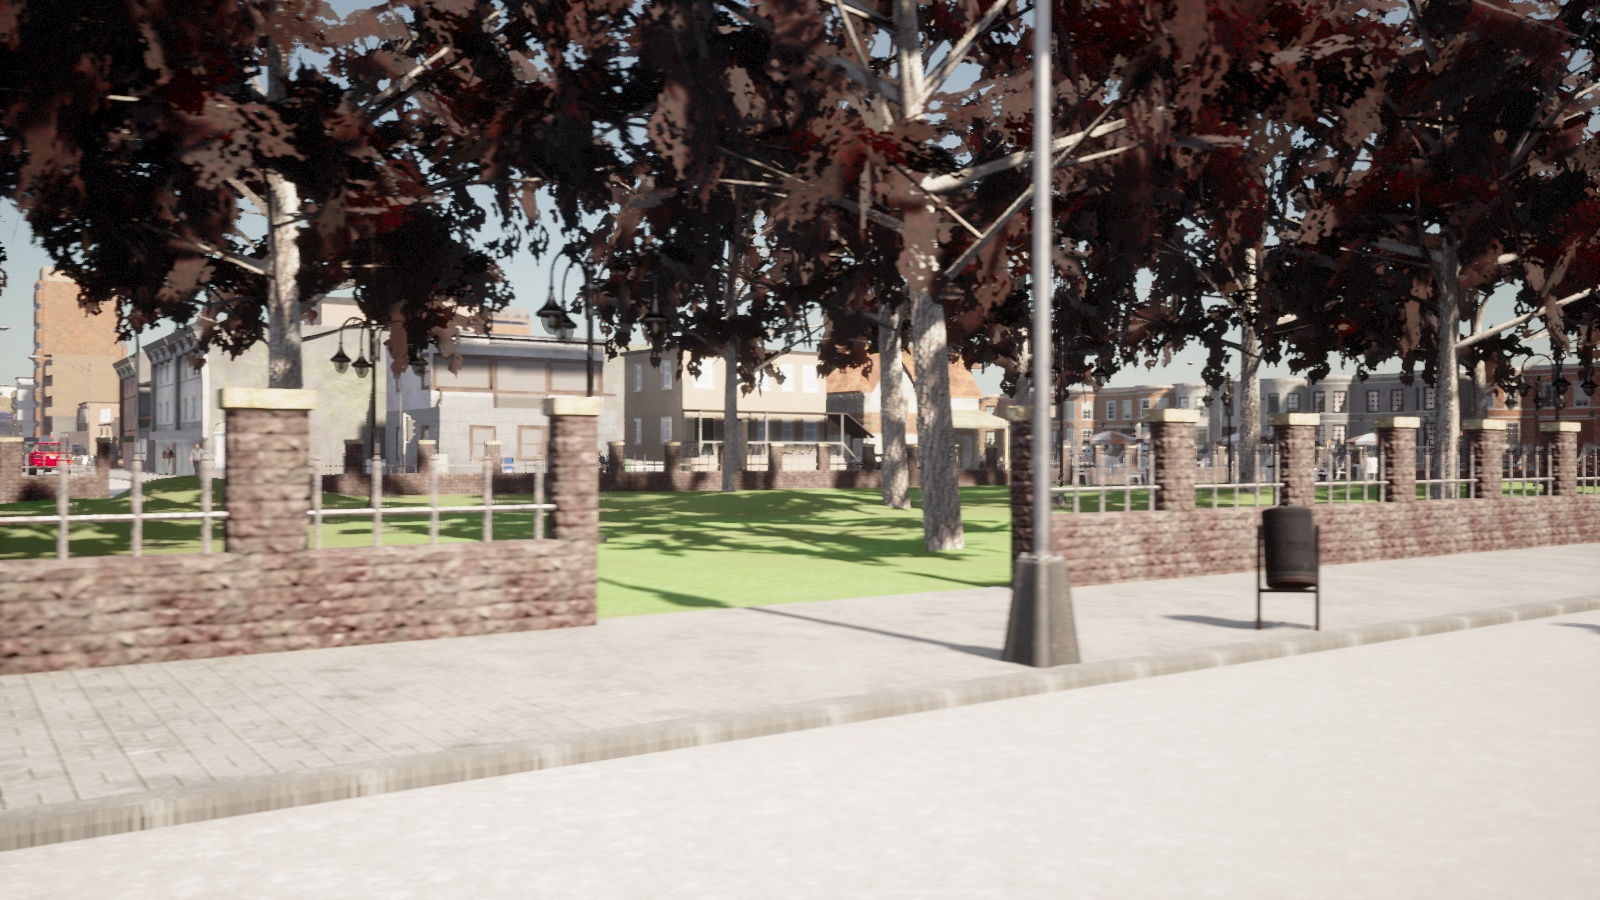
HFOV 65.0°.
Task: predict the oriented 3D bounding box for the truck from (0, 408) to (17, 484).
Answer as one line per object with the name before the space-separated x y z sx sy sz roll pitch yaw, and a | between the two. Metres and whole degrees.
truck | -43.254 -0.166 66.224 2.891 3.827 8.468 0 0 -35

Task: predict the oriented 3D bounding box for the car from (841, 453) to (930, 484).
car | 4.283 0.902 62.432 4.193 1.474 1.816 0 0 -35

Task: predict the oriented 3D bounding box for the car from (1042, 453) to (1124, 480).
car | 15.898 0.910 70.515 4.674 1.442 1.812 0 0 -35

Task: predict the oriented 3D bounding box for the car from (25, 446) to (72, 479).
car | -47.613 0.759 79.516 2.150 2.045 5.566 0 0 -35

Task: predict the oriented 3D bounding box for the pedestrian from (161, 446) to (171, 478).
pedestrian | -36.872 0.711 73.038 0.376 1.854 0.720 0 0 -35

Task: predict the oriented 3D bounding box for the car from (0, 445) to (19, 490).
car | -35.149 0.749 54.569 1.905 1.878 3.866 0 0 -35

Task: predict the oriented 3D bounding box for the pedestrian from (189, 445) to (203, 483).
pedestrian | -29.094 0.664 60.485 0.540 1.848 0.694 0 0 -17
